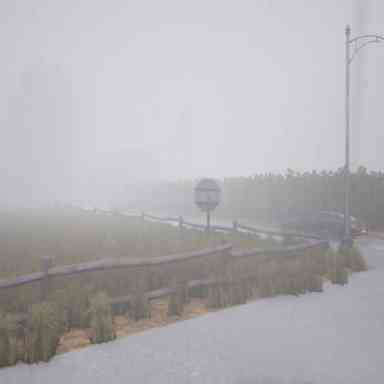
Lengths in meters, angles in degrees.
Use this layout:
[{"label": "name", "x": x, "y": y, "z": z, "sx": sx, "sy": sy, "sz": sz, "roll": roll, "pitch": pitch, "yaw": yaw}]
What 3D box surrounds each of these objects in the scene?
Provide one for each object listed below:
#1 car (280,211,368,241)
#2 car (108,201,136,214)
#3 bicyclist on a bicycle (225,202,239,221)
[{"label": "car", "x": 6.985, "y": 1.745, "z": 18.005, "sx": 1.812, "sy": 1.442, "sz": 4.674, "roll": 1, "pitch": -1, "yaw": -36}, {"label": "car", "x": -8.267, "y": 1.827, "z": 39.152, "sx": 1.837, "sy": 1.490, "sz": 4.892, "roll": 1, "pitch": -1, "yaw": -36}, {"label": "bicyclist on a bicycle", "x": 3.451, "y": 1.637, "z": 28.371, "sx": 1.656, "sy": 1.620, "sz": 0.582, "roll": 0, "pitch": -1, "yaw": -36}]
